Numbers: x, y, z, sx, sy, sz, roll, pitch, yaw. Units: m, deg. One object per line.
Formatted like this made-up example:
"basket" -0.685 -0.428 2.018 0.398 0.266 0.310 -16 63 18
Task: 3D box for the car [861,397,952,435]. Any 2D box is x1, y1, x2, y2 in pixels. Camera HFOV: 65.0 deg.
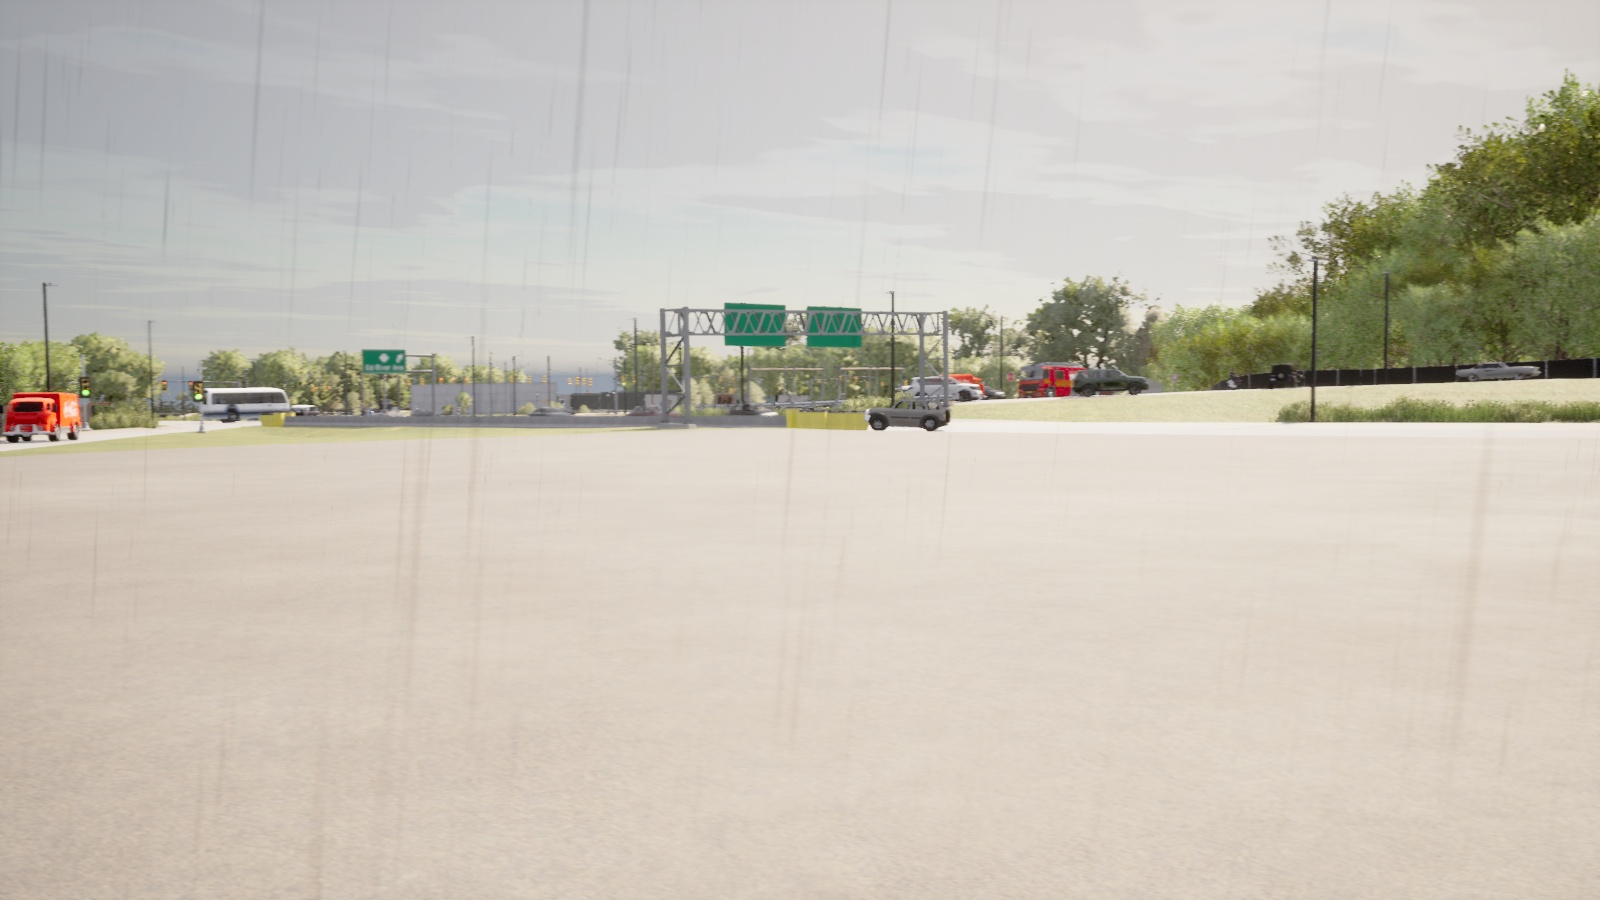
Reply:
"car" 5.742 -1.824 67.608 4.605 1.855 1.932 3 1 11

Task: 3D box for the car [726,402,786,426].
"car" -2.995 -2.448 85.071 1.851 1.617 3.988 -3 4 -43

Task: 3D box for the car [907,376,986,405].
"car" 11.194 -4.535 95.907 5.566 2.045 2.150 -1 3 19

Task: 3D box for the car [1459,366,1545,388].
"car" 47.316 -4.939 84.716 1.895 1.301 4.718 -4 3 -45

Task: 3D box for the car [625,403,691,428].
"car" -9.904 -2.414 87.319 2.033 1.649 4.856 -3 4 -43

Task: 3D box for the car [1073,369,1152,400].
"car" 23.126 -4.832 93.039 5.566 2.045 2.150 -2 3 12

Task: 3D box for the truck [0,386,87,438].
"truck" -38.158 -1.930 63.309 2.627 2.467 5.204 -1 2 -16
